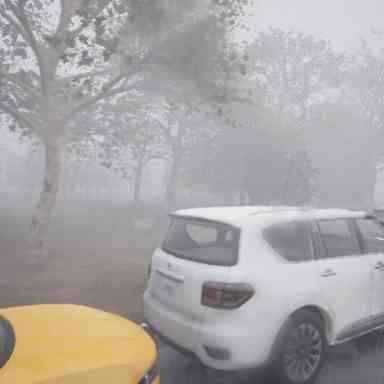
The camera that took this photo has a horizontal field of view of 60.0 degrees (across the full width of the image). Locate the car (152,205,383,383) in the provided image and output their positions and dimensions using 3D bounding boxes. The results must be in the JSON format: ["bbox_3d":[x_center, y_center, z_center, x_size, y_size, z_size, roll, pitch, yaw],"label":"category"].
[{"bbox_3d":[1.961,1.243,5.455,5.566,2.045,2.435,0,0,-33],"label":"car"}]

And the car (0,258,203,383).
[{"bbox_3d":[-2.602,1.477,2.200,5.008,1.535,2.097,0,0,-33],"label":"car"}]
